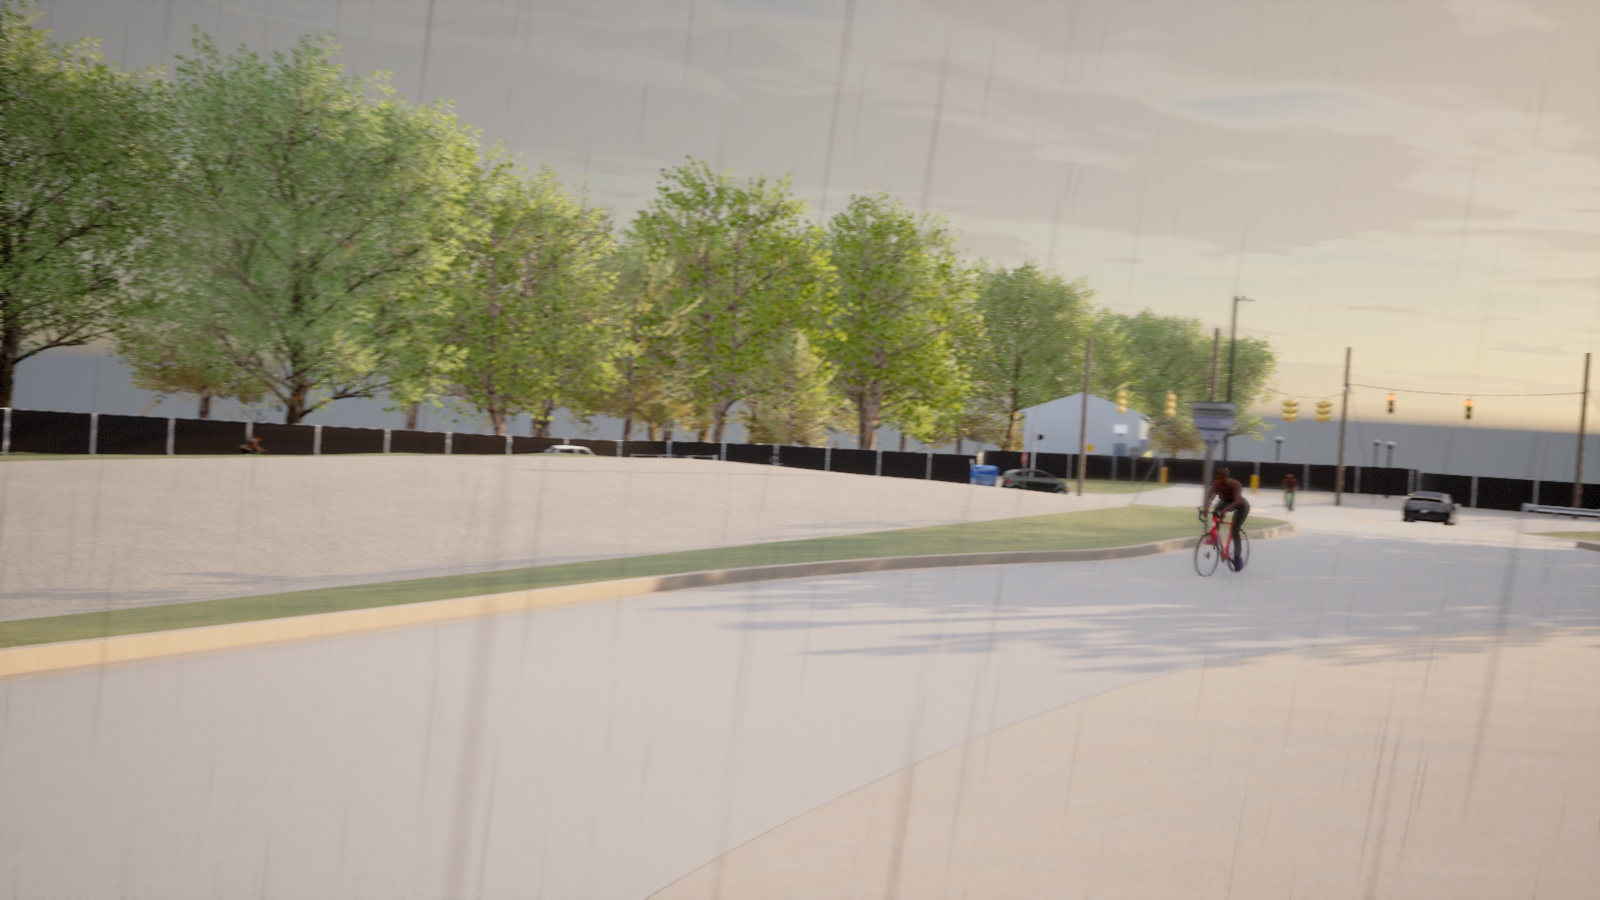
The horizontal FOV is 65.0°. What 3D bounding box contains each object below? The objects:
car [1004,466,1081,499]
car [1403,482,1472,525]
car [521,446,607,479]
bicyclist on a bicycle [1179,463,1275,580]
[{"bbox_3d":[13.272,1.770,68.816,3.705,1.549,1.789,3,3,-3],"label":"car"},{"bbox_3d":[27.941,2.367,54.950,2.128,1.511,4.902,4,-2,33],"label":"car"},{"bbox_3d":[-12.057,0.617,64.172,3.806,1.475,1.970,2,3,-28],"label":"car"},{"bbox_3d":[6.388,1.038,18.746,1.656,1.620,0.582,0,4,-44],"label":"bicyclist on a bicycle"}]
